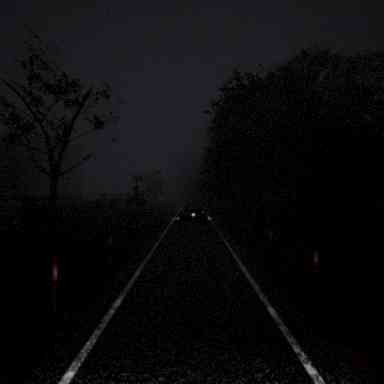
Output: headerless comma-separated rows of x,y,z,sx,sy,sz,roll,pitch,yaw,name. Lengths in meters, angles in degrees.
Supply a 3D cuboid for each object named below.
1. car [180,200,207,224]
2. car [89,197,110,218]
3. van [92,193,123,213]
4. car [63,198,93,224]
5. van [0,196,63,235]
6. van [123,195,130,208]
0.097,1.550,24.942,1.994,1.385,4.181,0,0,0,car
-9.083,1.445,29.421,2.163,1.488,4.792,0,-1,-2,car
-9.094,1.195,35.934,1.878,1.987,4.442,0,-1,-3,van
-9.077,1.410,23.910,2.231,1.521,4.892,0,-1,-2,car
-9.074,1.202,18.225,1.878,1.987,4.442,0,0,2,van
-9.261,1.201,45.885,1.878,1.987,4.442,0,-1,-2,van
